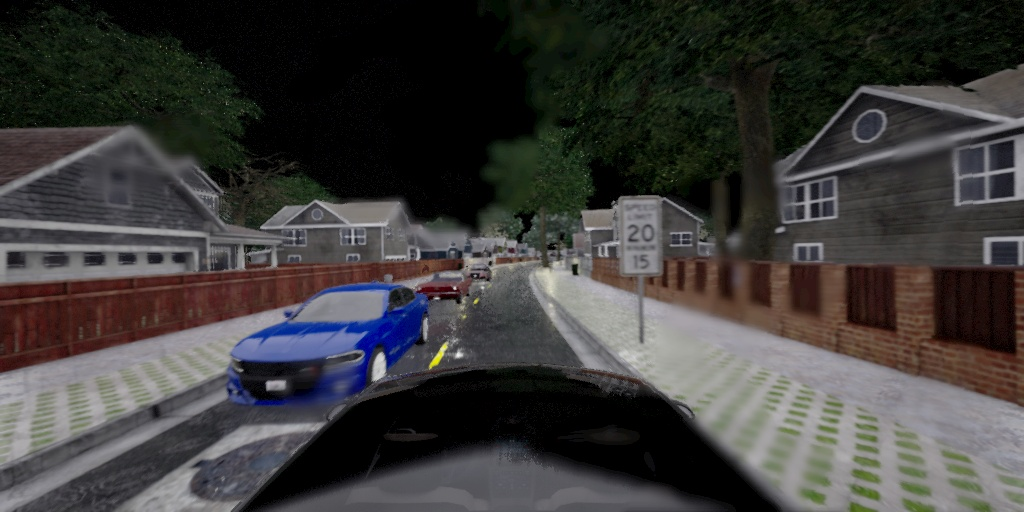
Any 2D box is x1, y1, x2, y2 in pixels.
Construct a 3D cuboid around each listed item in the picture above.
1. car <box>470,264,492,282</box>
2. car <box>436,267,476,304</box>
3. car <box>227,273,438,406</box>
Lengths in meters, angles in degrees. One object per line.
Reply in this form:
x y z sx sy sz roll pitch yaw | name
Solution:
-2.746 1.346 29.444 1.994 1.385 4.181 -1 0 2 | car
-3.027 1.400 16.746 1.895 1.301 4.718 -1 0 0 | car
-2.890 1.284 6.808 1.882 1.535 5.008 -1 0 -1 | car
